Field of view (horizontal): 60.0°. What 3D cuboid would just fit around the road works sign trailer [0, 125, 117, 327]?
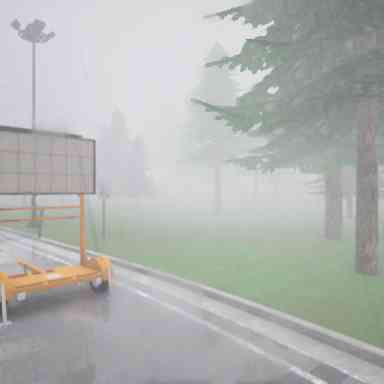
[{"bbox_3d":[-3.346,0.460,7.301,2.380,3.560,2.880,0,0,-43],"label":"road works sign trailer"}]
